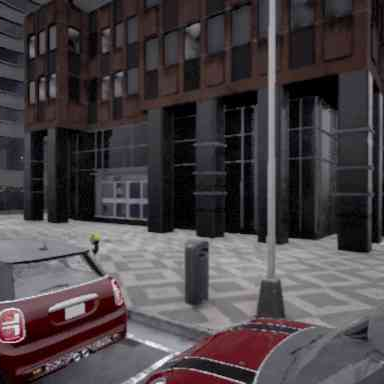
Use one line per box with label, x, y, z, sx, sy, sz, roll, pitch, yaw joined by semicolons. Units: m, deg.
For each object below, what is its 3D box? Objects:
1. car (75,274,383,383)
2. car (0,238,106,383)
car;1.445;1.440;1.929;4.097;1.590;1.967;0;0;36
car;-2.969;1.437;5.082;4.097;1.590;1.967;0;0;36
